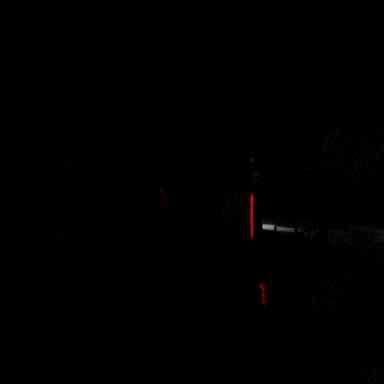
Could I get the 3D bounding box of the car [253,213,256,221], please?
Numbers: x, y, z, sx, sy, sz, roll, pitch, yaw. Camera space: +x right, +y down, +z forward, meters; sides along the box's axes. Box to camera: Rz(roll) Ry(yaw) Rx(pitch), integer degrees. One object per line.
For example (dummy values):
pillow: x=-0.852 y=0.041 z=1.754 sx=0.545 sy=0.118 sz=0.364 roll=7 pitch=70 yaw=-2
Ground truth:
car: x=2.409 y=1.553 z=24.705 sx=2.033 sy=1.411 sz=5.357 roll=0 pitch=0 yaw=-35
